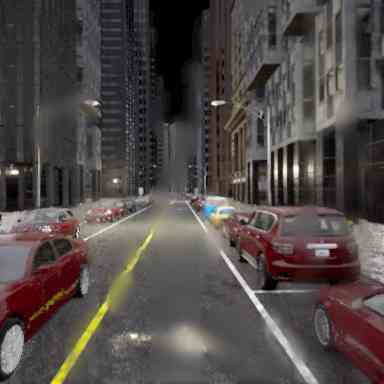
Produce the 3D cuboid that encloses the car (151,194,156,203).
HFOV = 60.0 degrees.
[{"bbox_3d":[-7.961,1.483,58.976,1.887,1.381,4.507,0,0,-2],"label":"car"}]

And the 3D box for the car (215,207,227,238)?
[{"bbox_3d":[2.264,1.535,14.535,1.802,1.307,4.206,0,0,-2],"label":"car"}]

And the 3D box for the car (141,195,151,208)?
[{"bbox_3d":[-7.534,1.507,47.781,2.008,1.369,4.403,0,0,-2],"label":"car"}]

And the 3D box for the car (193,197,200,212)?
[{"bbox_3d":[1.411,1.495,36.927,1.802,1.307,4.206,0,0,-2],"label":"car"}]

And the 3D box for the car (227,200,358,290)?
[{"bbox_3d":[2.476,1.278,8.936,2.192,1.841,5.009,0,0,-2],"label":"car"}]

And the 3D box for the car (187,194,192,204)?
[{"bbox_3d":[0.558,1.423,59.318,1.887,1.381,4.507,0,0,-2],"label":"car"}]

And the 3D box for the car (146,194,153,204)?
[{"bbox_3d":[-7.741,1.473,53.208,1.752,1.417,4.829,0,0,-2],"label":"car"}]

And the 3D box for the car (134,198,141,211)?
[{"bbox_3d":[-7.108,1.540,36.586,1.947,1.339,4.313,0,0,-2],"label":"car"}]

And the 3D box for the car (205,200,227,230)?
[{"bbox_3d":[2.044,1.468,20.302,1.752,1.417,4.829,0,0,-2],"label":"car"}]

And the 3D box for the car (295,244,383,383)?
[{"bbox_3d":[2.690,1.555,3.338,1.802,1.307,4.206,0,0,-2],"label":"car"}]

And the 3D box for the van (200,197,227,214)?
[{"bbox_3d":[1.836,1.274,25.730,1.690,1.788,3.998,0,0,-2],"label":"van"}]

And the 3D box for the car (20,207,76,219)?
[{"bbox_3d":[-6.255,1.454,14.195,1.967,1.590,4.097,0,0,-2],"label":"car"}]

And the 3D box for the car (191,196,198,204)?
[{"bbox_3d":[1.197,1.486,42.524,1.802,1.307,4.206,0,0,-2],"label":"car"}]

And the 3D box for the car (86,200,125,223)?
[{"bbox_3d":[-6.682,1.433,25.390,1.967,1.590,4.097,0,0,-2],"label":"car"}]

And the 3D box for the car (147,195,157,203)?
[{"bbox_3d":[-8.381,1.448,70.002,1.752,1.417,4.829,0,0,-2],"label":"car"}]

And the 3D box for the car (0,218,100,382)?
[{"bbox_3d":[-3.166,1.487,5.625,1.882,1.535,5.008,0,0,-2],"label":"car"}]

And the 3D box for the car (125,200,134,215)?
[{"bbox_3d":[-6.894,1.565,30.988,1.802,1.307,4.206,0,0,-2],"label":"car"}]

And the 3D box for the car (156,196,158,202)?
[{"bbox_3d":[-8.175,1.245,64.574,2.192,1.841,5.009,0,0,-2],"label":"car"}]
